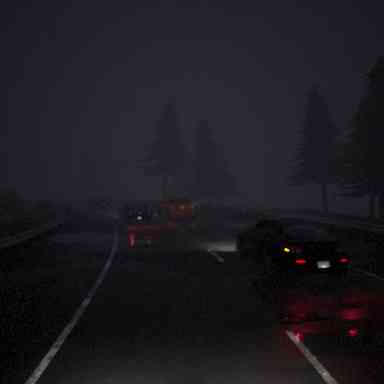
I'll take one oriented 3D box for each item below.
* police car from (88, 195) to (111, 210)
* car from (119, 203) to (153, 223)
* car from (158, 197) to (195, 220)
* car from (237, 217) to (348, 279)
[{"bbox_3d":[-11.147,1.179,39.771,1.930,1.638,5.238,0,1,-29],"label":"police car"},{"bbox_3d":[-4.210,1.442,24.409,1.895,1.301,4.718,0,0,-18],"label":"car"},{"bbox_3d":[-1.373,1.169,26.781,2.097,1.767,4.553,0,0,-18],"label":"car"},{"bbox_3d":[2.680,1.450,9.776,1.812,1.442,4.674,0,0,-7],"label":"car"}]
